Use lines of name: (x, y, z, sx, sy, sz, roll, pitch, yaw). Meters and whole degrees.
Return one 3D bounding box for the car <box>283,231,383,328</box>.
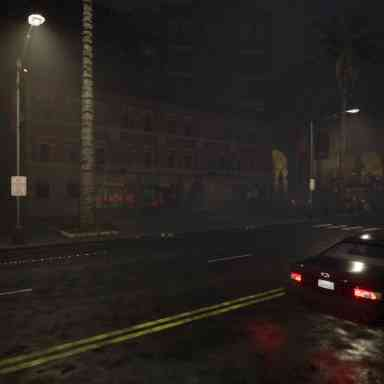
car: (4.212, 1.547, 6.863, 5.357, 1.411, 2.033, 0, 0, -36)
